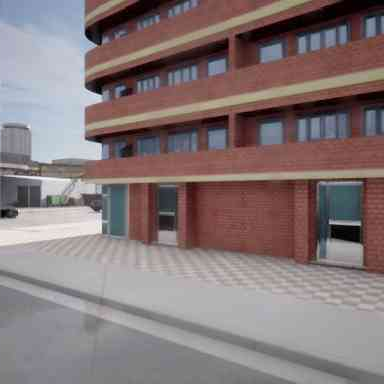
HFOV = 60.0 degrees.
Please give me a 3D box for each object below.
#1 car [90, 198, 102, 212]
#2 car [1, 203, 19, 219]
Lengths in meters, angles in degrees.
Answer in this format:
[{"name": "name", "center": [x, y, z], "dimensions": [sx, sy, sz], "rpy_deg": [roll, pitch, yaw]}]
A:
[{"name": "car", "center": [-9.048, 1.223, 38.353], "dimensions": [2.150, 2.045, 5.566], "rpy_deg": [0, 0, 34]}, {"name": "car", "center": [-16.601, 1.562, 27.299], "dimensions": [1.994, 1.385, 4.181], "rpy_deg": [0, 0, 34]}]
